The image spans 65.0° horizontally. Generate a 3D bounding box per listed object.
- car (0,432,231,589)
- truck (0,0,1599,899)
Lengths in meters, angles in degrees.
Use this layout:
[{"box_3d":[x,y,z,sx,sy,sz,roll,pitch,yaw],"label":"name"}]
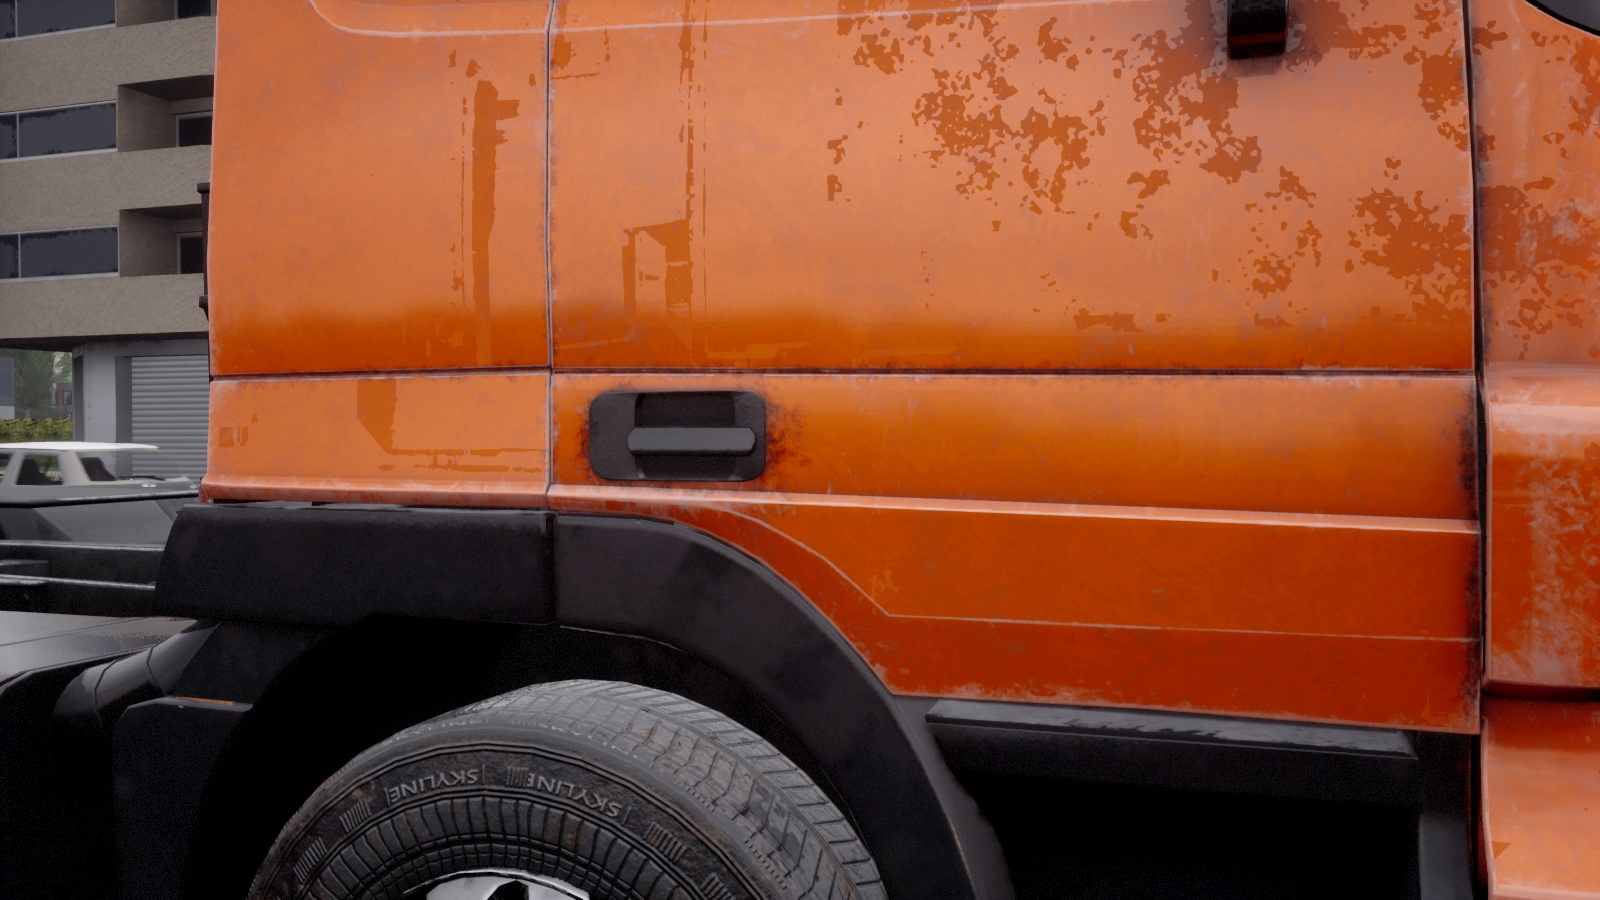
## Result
[{"box_3d":[-8.329,0.546,13.383,3.806,1.475,1.970,1,1,19],"label":"car"},{"box_3d":[-2.190,-0.226,3.922,7.936,3.462,2.891,1,1,19],"label":"truck"}]
